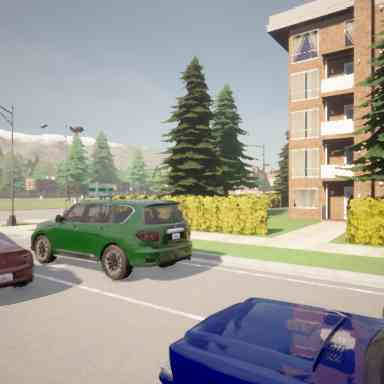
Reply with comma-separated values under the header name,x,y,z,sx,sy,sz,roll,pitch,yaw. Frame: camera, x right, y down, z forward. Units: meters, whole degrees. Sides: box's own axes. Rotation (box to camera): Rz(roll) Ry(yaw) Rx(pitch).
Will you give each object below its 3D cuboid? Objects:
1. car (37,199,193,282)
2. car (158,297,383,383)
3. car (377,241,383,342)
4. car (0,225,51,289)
name,x,y,z,sx,sy,sz,roll,pitch,yaw
car,-2.581,1.222,10.072,5.566,2.045,2.150,0,0,36
car,2.032,1.601,2.547,4.718,1.301,1.895,0,0,35
car,5.091,1.564,4.665,4.181,1.385,1.994,0,0,35
car,-5.559,1.526,7.904,4.674,1.442,1.812,0,0,36
